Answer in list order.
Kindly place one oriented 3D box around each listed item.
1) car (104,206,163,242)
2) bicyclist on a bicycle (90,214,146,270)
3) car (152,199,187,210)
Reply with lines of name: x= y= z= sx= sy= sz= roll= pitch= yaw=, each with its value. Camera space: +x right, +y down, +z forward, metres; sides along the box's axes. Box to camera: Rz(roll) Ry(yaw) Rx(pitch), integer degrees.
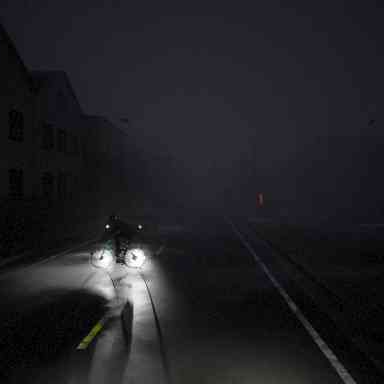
car: x=-2.881 y=1.600 z=16.698 sx=1.895 sy=1.301 sz=4.718 roll=0 pitch=0 yaw=3
bicyclist on a bicycle: x=-2.148 y=1.453 z=9.627 sx=1.656 sy=1.620 sz=0.582 roll=-1 pitch=0 yaw=3
car: x=-3.183 y=1.637 z=45.325 sx=5.357 sy=1.411 sz=2.033 roll=-1 pitch=-1 yaw=40
